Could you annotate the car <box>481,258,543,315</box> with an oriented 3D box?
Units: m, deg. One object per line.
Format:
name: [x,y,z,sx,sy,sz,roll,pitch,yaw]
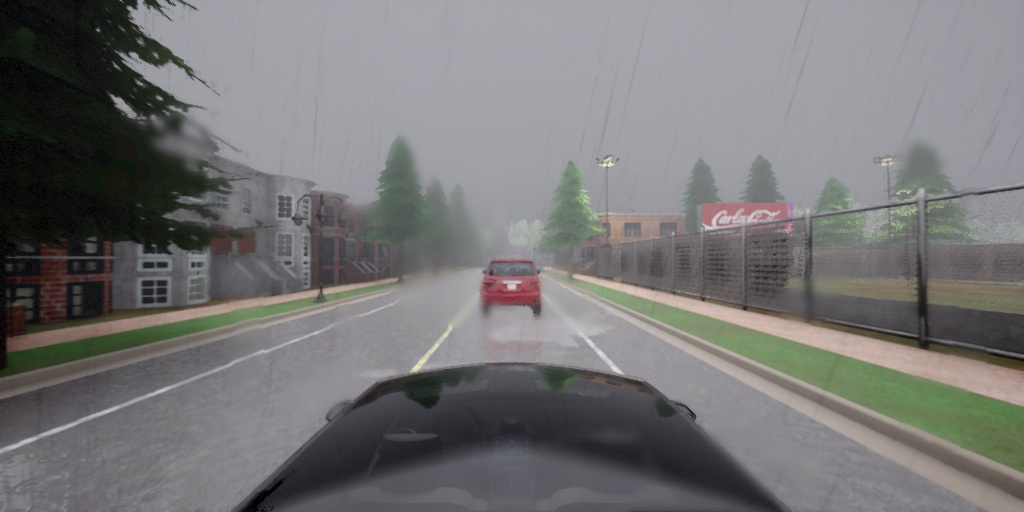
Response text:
car: [0.005,1.115,14.409,2.150,2.045,5.566,0,0,0]
